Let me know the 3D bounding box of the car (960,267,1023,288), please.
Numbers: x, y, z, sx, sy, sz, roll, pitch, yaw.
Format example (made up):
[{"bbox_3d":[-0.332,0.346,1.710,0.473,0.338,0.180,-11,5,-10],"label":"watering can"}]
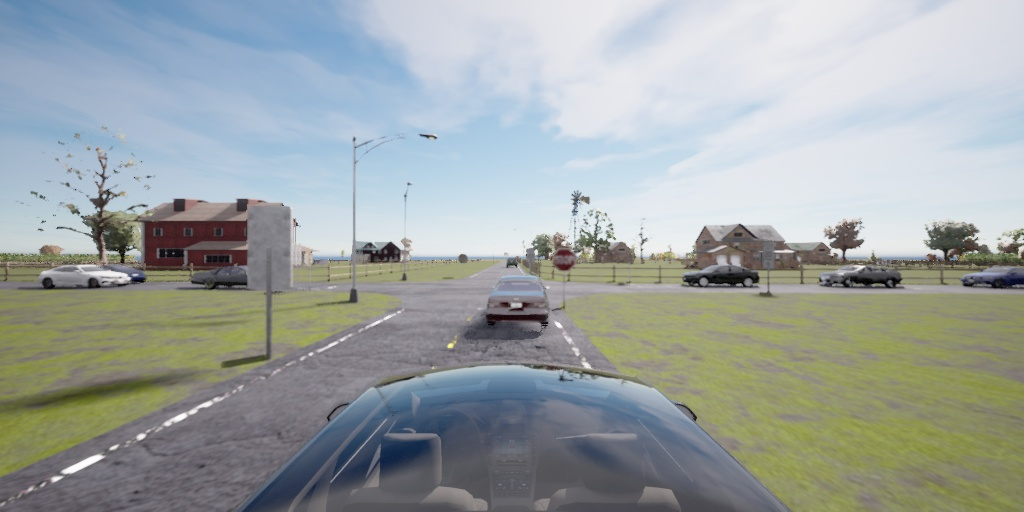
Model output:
[{"bbox_3d":[34.907,1.513,25.417,4.674,1.442,1.812,0,0,1],"label":"car"}]

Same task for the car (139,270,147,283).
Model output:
[{"bbox_3d":[-29.223,1.335,25.934,4.181,1.385,1.994,0,0,0],"label":"car"}]

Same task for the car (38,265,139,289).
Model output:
[{"bbox_3d":[-27.340,1.295,22.974,4.674,1.442,1.812,0,0,1],"label":"car"}]

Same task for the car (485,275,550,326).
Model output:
[{"bbox_3d":[0.285,1.343,11.914,2.033,1.411,5.357,0,0,4],"label":"car"}]

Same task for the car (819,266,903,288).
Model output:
[{"bbox_3d":[24.670,1.434,25.507,4.902,1.511,2.128,0,0,1],"label":"car"}]

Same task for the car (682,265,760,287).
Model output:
[{"bbox_3d":[14.821,1.383,25.588,5.008,1.535,1.882,0,0,0],"label":"car"}]

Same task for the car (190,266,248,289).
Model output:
[{"bbox_3d":[-17.245,1.343,22.888,5.357,1.411,2.033,0,0,0],"label":"car"}]
